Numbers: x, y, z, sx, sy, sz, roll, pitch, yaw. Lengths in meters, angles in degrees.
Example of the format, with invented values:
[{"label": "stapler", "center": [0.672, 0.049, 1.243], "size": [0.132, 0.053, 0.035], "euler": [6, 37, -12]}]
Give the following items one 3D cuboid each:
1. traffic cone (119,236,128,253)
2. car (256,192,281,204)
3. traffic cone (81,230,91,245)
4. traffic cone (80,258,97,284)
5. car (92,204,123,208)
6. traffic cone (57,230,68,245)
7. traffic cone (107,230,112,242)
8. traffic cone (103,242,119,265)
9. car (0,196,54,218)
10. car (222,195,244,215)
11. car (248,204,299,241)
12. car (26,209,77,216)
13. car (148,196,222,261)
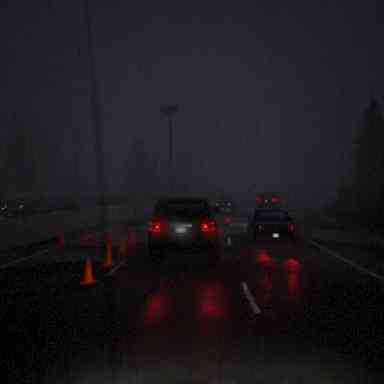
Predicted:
[{"label": "traffic cone", "center": [-2.541, 1.920, 12.218], "size": [0.340, 0.580, 0.340], "euler": [-1, 0, 0]}, {"label": "car", "center": [8.315, 0.972, 35.794], "size": [2.150, 2.045, 5.566], "euler": [-1, 0, 20]}, {"label": "traffic cone", "center": [-4.535, 1.928, 14.224], "size": [0.340, 0.580, 0.340], "euler": [-1, 0, 0]}, {"label": "traffic cone", "center": [-2.553, 1.939, 8.218], "size": [0.340, 0.580, 0.340], "euler": [-1, 0, 0]}, {"label": "car", "center": [-7.714, 1.424, 31.640], "size": [1.837, 1.490, 4.892], "euler": [-1, 0, 15]}, {"label": "traffic cone", "center": [-5.535, 1.938, 14.227], "size": [0.340, 0.580, 0.340], "euler": [-1, 0, 0]}, {"label": "traffic cone", "center": [-3.535, 1.919, 14.221], "size": [0.340, 0.580, 0.340], "euler": [-1, 0, 0]}, {"label": "traffic cone", "center": [-2.547, 1.929, 10.218], "size": [0.340, 0.580, 0.340], "euler": [-1, 0, 0]}, {"label": "car", "center": [-15.109, 1.344, 30.718], "size": [2.097, 1.767, 4.553], "euler": [0, 0, 13]}, {"label": "car", "center": [3.352, 1.308, 31.635], "size": [2.128, 1.511, 4.902], "euler": [-1, 0, 16]}, {"label": "car", "center": [3.709, 1.489, 15.963], "size": [1.895, 1.301, 4.718], "euler": [-1, 0, 6]}, {"label": "car", "center": [-11.961, 1.517, 29.179], "size": [2.033, 1.411, 5.357], "euler": [0, 0, 12]}, {"label": "car", "center": [-0.152, 1.164, 12.126], "size": [2.150, 2.045, 5.566], "euler": [-1, 0, 3]}]
